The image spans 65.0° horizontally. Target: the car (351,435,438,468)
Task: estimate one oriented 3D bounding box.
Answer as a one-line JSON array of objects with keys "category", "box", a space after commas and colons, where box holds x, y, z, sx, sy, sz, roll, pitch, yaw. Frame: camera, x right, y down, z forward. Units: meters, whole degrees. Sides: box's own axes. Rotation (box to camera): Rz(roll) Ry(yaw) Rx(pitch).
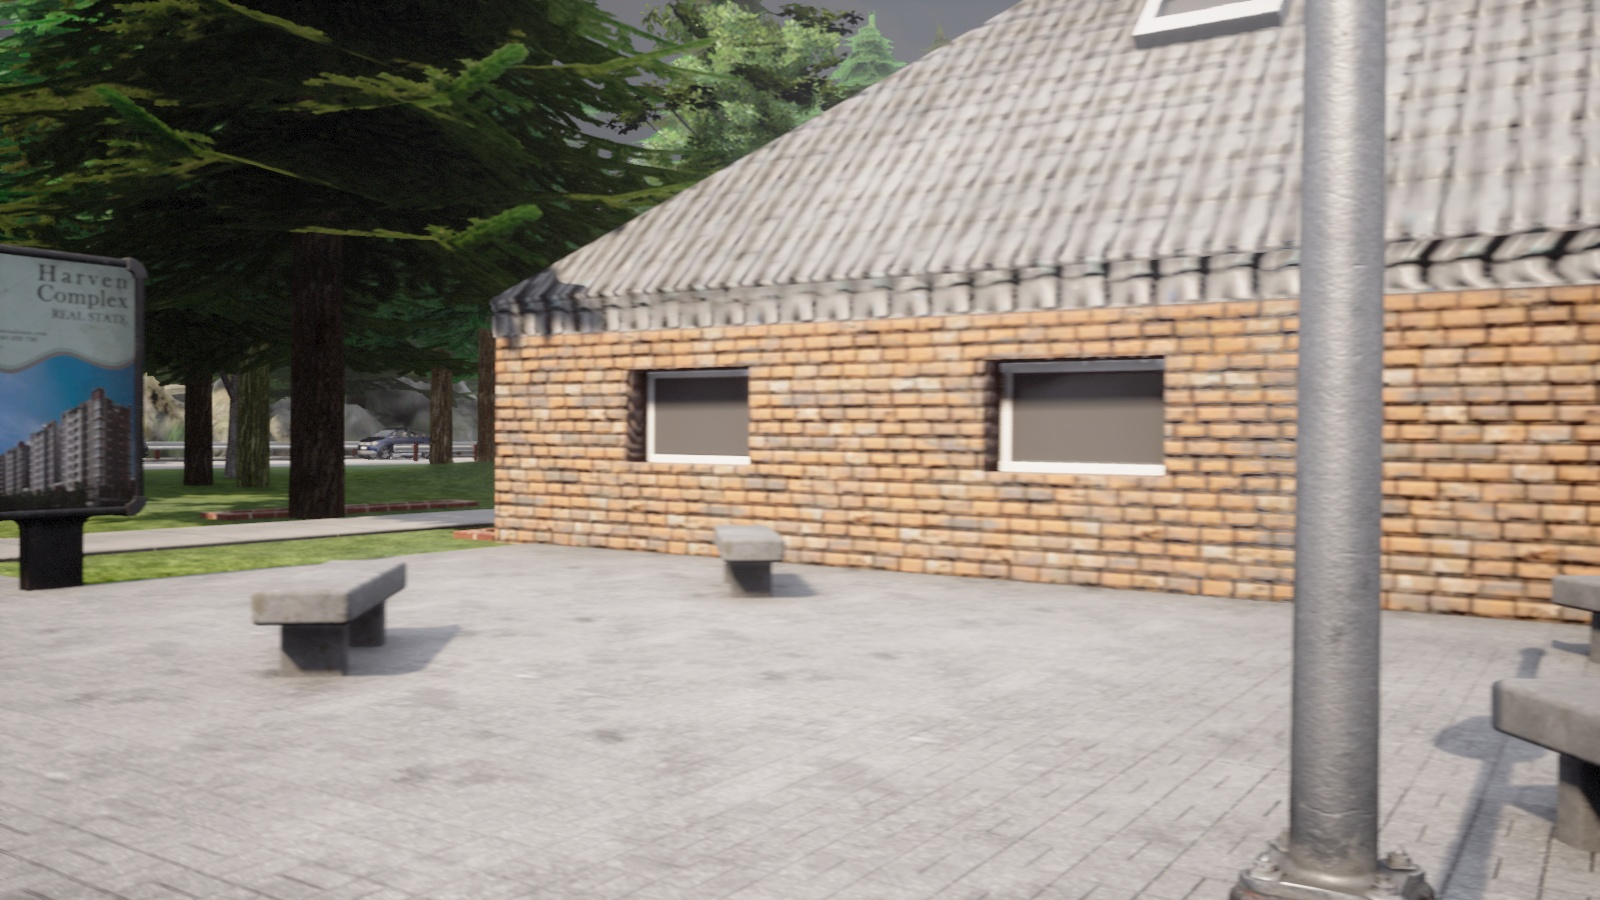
[{"category": "car", "box": [-19.641, 0.056, 60.910, 1.789, 1.549, 3.705, 0, 1, 33]}]
